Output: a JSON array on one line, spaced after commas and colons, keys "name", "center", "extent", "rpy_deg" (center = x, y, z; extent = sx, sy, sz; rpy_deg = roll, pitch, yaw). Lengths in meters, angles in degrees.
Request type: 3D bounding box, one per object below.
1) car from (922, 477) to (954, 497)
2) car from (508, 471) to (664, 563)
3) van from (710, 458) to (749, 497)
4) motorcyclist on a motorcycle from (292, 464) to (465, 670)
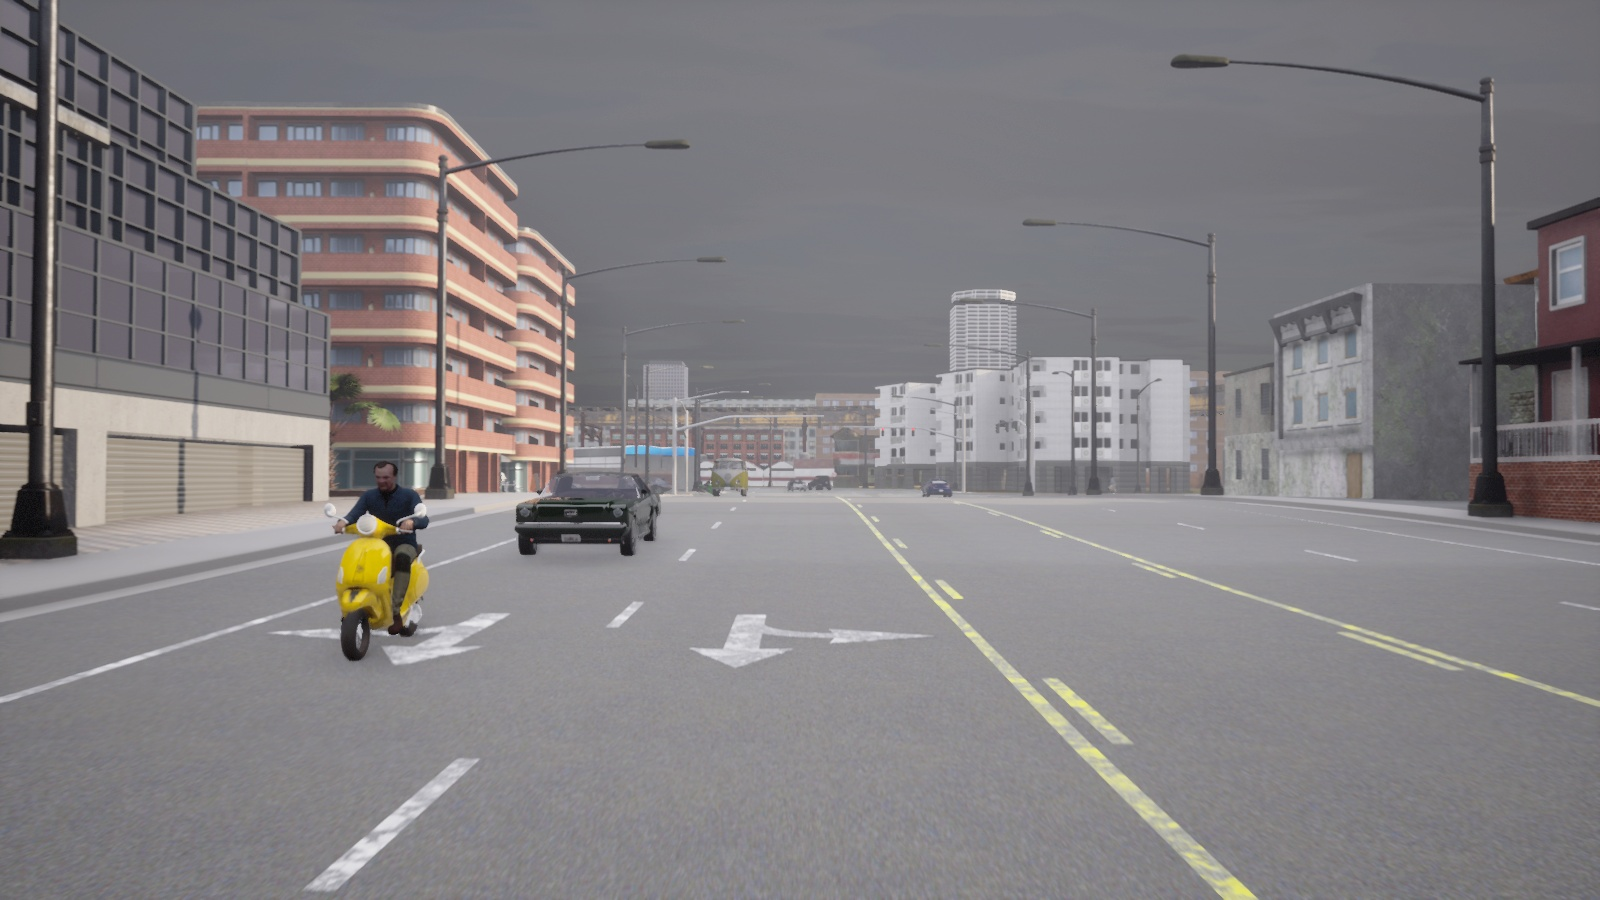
[{"name": "car", "center": [10.282, 2.782, 94.045], "extent": [1.812, 1.442, 4.674], "rpy_deg": [0, -2, 0]}, {"name": "car", "center": [-3.552, 1.074, 21.702], "extent": [1.895, 1.301, 4.718], "rpy_deg": [0, 0, 0]}, {"name": "van", "center": [-3.659, 1.480, 65.798], "extent": [1.775, 1.987, 4.442], "rpy_deg": [0, -2, 0]}, {"name": "motorcyclist on a motorcycle", "center": [-3.526, 0.918, 10.699], "extent": [0.866, 1.590, 1.817], "rpy_deg": [0, 0, 0]}]
